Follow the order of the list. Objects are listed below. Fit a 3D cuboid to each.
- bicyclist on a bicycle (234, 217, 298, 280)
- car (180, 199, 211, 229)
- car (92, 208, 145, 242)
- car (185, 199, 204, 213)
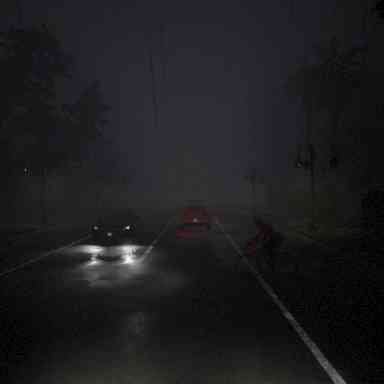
[{"bbox_3d":[1.866,1.452,8.491,1.656,1.620,0.582,-2,0,0],"label":"bicyclist on a bicycle"},{"bbox_3d":[0.216,1.477,21.869,1.882,1.535,5.008,0,0,0],"label":"car"},{"bbox_3d":[-3.491,1.525,16.470,1.812,1.442,4.674,0,0,0],"label":"car"},{"bbox_3d":[0.312,1.547,38.685,2.033,1.411,5.357,0,0,0],"label":"car"}]
